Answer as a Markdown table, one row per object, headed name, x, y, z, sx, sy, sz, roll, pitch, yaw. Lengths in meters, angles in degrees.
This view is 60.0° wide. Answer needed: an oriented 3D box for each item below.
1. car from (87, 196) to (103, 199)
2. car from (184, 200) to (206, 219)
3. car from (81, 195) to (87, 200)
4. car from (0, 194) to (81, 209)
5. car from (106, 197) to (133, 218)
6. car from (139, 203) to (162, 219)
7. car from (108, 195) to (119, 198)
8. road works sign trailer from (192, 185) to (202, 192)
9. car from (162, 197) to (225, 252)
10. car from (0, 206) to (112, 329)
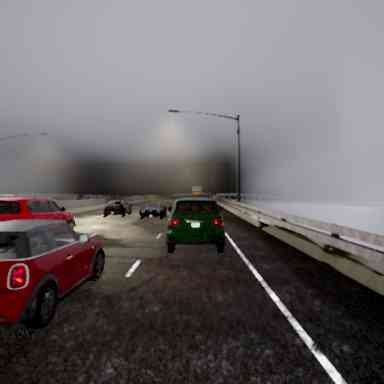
| name | x | y | z | sx | sy | sz | roll | pitch | yaw |
| --- | --- | --- | --- | --- | --- | --- | --- | --- | --- |
| car | -20.069 | 1.558 | 70.892 | 1.994 | 1.385 | 4.181 | 0 | 0 | 1 |
| car | 0.284 | 1.514 | 30.549 | 1.837 | 1.490 | 4.892 | 0 | 0 | 1 |
| car | -23.567 | 1.362 | 71.019 | 2.097 | 1.767 | 4.553 | 0 | 0 | 1 |
| car | -6.858 | 1.228 | 14.087 | 2.150 | 2.045 | 5.566 | 0 | 0 | 0 |
| car | -6.717 | 1.514 | 30.588 | 1.837 | 1.490 | 4.892 | 0 | 0 | 1 |
| car | -3.239 | 1.610 | 28.683 | 1.895 | 1.301 | 4.718 | 0 | 0 | 1 |
| car | -16.571 | 1.505 | 70.797 | 1.837 | 1.490 | 4.892 | 0 | 0 | 1 |
| road works sign trailer | 1.085 | 0.294 | 75.397 | 2.380 | 3.560 | 2.880 | 1 | -1 | 2 |
| car | 0.142 | 1.228 | 14.057 | 2.150 | 2.045 | 5.566 | 0 | 0 | 0 |
| car | -3.399 | 1.355 | 7.107 | 2.097 | 1.767 | 4.553 | 0 | 0 | 0 |
